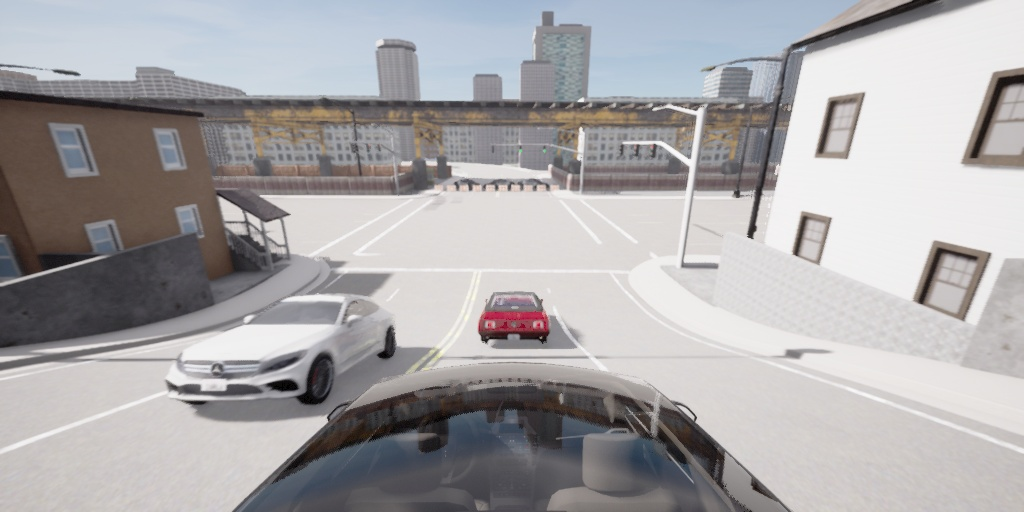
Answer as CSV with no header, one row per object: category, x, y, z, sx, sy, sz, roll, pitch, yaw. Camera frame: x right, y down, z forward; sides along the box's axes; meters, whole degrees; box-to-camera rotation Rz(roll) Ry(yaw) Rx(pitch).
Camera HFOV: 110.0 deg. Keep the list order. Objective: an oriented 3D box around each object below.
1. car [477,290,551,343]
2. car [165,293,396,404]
car,0.065,1.719,11.259,1.895,1.301,4.718,0,1,0
car,-3.567,1.438,6.641,1.812,1.442,4.674,0,-4,0
